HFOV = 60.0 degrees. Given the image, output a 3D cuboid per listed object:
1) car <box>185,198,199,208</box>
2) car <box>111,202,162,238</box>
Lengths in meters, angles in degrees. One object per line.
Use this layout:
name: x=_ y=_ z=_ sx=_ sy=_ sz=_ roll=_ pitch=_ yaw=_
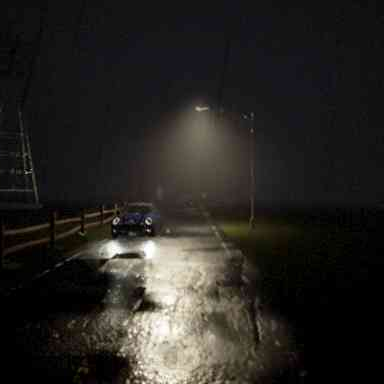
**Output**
car: x=0.001 y=1.578 z=48.291 sx=1.837 sy=1.490 sz=4.892 roll=0 pitch=0 yaw=0
car: x=-2.825 y=1.379 z=17.770 sx=2.097 sy=1.767 sz=4.553 roll=0 pitch=0 yaw=0
